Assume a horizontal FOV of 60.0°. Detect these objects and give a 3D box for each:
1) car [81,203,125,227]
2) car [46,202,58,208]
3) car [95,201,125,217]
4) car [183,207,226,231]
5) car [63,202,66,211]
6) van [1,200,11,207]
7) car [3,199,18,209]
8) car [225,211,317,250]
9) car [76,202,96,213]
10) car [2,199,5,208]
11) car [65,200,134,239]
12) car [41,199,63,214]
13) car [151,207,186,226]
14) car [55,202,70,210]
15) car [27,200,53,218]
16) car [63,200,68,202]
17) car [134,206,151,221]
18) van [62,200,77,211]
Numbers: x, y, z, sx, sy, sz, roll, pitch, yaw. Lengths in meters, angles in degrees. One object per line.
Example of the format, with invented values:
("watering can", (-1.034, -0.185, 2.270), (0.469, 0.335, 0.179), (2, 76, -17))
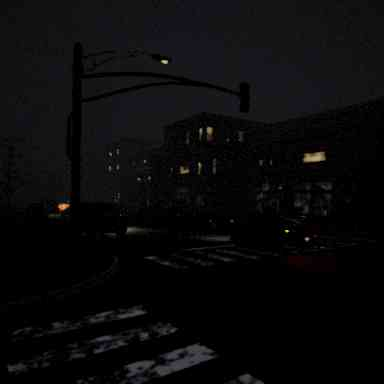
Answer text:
("car", (-7.278, 1.774, 26.828), (2.097, 1.767, 4.553), (1, -2, -33))
("car", (-31.624, 2.957, 75.082), (1.802, 1.307, 4.206), (1, -1, -33))
("car", (-10.524, 2.086, 42.485), (2.192, 1.841, 5.009), (1, -1, -33))
("car", (1.534, 1.991, 23.851), (1.947, 1.339, 4.313), (1, -1, -33))
("car", (-16.152, 2.416, 46.329), (1.895, 1.301, 4.718), (1, -2, -33))
("van", (-44.687, 2.717, 79.848), (1.690, 1.788, 3.998), (1, -1, -33))
("car", (-35.644, 2.668, 65.873), (2.008, 1.369, 4.403), (1, -1, -33))
("car", (3.648, 1.754, 15.446), (1.812, 1.442, 4.674), (2, -2, -25))
("car", (-16.552, 2.384, 51.798), (1.967, 1.590, 4.097), (1, -1, -33))
("car", (-41.673, 2.605, 75.192), (2.192, 1.841, 5.009), (1, -1, -33))
("car", (-5.500, 1.569, 19.305), (2.192, 1.841, 5.009), (1, -1, -33))
("car", (-20.376, 2.027, 47.229), (2.150, 2.045, 5.566), (1, -2, -33))
("car", (-1.480, 1.952, 28.511), (1.967, 1.590, 4.097), (1, -1, -33))
("car", (-25.595, 2.747, 65.768), (1.887, 1.381, 4.507), (1, -1, -33))
("car", (-17.558, 2.040, 37.931), (1.967, 1.590, 4.097), (1, -1, -33))
("car", (-21.279, 2.312, 54.161), (2.097, 1.767, 4.553), (1, -2, -33))
("car", (-4.588, 2.126, 33.310), (1.752, 1.417, 4.829), (1, -1, -33))
("van", (-22.581, 2.458, 61.114), (1.690, 1.788, 3.998), (1, -1, -33))
